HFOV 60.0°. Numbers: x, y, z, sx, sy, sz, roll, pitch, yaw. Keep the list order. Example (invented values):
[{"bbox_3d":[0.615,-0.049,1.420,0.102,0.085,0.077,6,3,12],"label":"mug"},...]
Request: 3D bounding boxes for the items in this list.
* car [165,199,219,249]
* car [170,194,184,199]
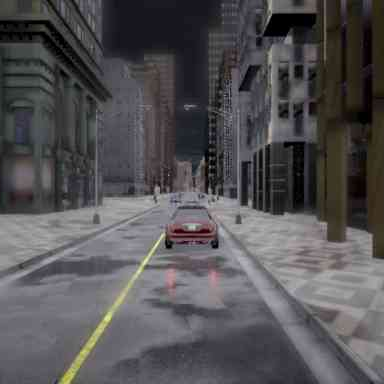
[{"bbox_3d":[0.000,1.362,14.619,2.097,1.767,4.553,0,0,0],"label":"car"},{"bbox_3d":[-3.000,1.517,63.724,1.994,1.385,4.181,0,0,0],"label":"car"}]
